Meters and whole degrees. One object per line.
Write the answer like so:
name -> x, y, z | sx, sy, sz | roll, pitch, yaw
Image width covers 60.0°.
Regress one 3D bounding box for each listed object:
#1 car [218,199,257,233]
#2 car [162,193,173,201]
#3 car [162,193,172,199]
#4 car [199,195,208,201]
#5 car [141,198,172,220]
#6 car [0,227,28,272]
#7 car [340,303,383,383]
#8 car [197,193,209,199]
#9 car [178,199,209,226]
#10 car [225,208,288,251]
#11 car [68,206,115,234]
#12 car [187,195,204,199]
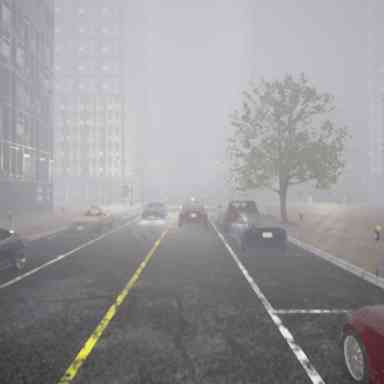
car -> 2.670, 1.314, 19.577 | 2.192, 1.841, 5.009 | 0, 0, 0
car -> -5.882, 1.210, 80.431 | 2.192, 1.841, 5.009 | 0, 0, 0
car -> -5.906, 1.437, 74.583 | 1.752, 1.417, 4.829 | 0, 0, 0
car -> 2.696, 1.446, 80.441 | 2.008, 1.369, 4.403 | 0, 0, 0
car -> -3.126, 1.539, 28.650 | 2.033, 1.411, 5.357 | 0, 0, 0
car -> -5.697, 1.567, 8.173 | 1.947, 1.339, 4.313 | 0, 0, 0
car -> 2.690, 1.583, 2.487 | 1.802, 1.307, 4.206 | 0, 0, 0
car -> 2.734, 1.351, 74.762 | 1.967, 1.590, 4.097 | 0, 0, 0
car -> 0.072, 1.500, 23.076 | 2.163, 1.488, 4.792 | 0, 0, 0
car -> 2.676, 1.566, 13.881 | 1.947, 1.339, 4.313 | 0, 0, 0
car -> -5.711, 1.524, 19.398 | 1.752, 1.417, 4.829 | 0, 0, 0
car -> 0.051, 1.480, 40.836 | 2.163, 1.488, 4.792 | 0, 0, 0
